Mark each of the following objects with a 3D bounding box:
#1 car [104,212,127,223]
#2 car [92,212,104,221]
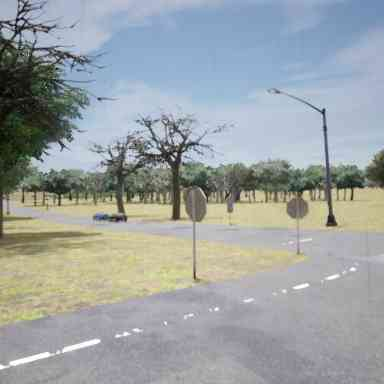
[{"bbox_3d":[-12.243,4.132,54.437,1.882,1.535,5.008,-2,-2,-34],"label":"car"},{"bbox_3d":[-16.731,4.458,60.947,1.882,1.535,5.008,-2,-1,-34],"label":"car"}]
